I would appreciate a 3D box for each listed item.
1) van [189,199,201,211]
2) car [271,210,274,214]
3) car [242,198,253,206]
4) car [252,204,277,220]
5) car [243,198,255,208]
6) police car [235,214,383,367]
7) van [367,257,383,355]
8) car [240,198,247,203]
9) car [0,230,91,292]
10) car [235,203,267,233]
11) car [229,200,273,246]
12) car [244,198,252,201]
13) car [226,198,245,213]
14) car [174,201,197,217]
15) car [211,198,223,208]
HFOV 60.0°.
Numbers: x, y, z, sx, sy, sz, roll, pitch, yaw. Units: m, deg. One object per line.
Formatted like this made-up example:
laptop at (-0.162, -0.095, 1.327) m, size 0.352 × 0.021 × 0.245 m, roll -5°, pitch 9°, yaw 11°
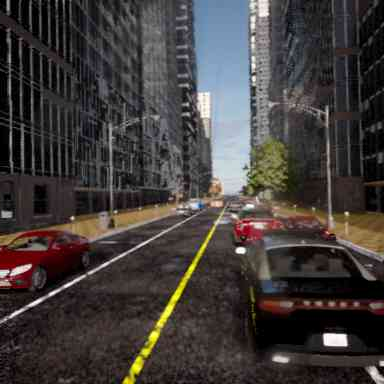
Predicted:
van at (0.441, 1.911, 49.150) m, size 1.690 × 1.788 × 3.998 m, roll -1°, pitch -1°, yaw 7°
car at (4.663, 1.649, 14.233) m, size 1.802 × 1.307 × 4.206 m, roll -1°, pitch -1°, yaw 7°
car at (10.810, 1.941, 65.095) m, size 1.967 × 1.590 × 4.097 m, roll -1°, pitch -1°, yaw 7°
car at (6.713, 1.805, 31.187) m, size 1.802 × 1.307 × 4.206 m, roll -1°, pitch -1°, yaw 7°
car at (10.127, 1.897, 59.444) m, size 1.967 × 1.590 × 4.097 m, roll -1°, pitch -1°, yaw 7°
police car at (1.892, 1.459, 6.254) m, size 1.930 × 1.638 × 5.238 m, roll -1°, pitch -1°, yaw 7°
van at (3.291, 1.303, 2.935) m, size 1.690 × 1.788 × 3.998 m, roll -1°, pitch -1°, yaw 7°
car at (13.545, 2.212, 87.699) m, size 1.887 × 1.381 × 4.507 m, roll -1°, pitch -1°, yaw 7°
car at (-4.338, 1.797, 9.589) m, size 1.802 × 1.307 × 4.206 m, roll -1°, pitch -1°, yaw 7°
car at (3.823, 1.637, 22.217) m, size 1.801 × 1.575 × 5.366 m, roll -1°, pitch -1°, yaw 7°
car at (3.024, 1.477, 16.042) m, size 2.097 × 1.767 × 4.553 m, roll -1°, pitch -1°, yaw 6°
car at (8.080, 1.874, 42.489) m, size 2.008 × 1.369 × 4.403 m, roll -1°, pitch -1°, yaw 7°
car at (5.464, 1.882, 43.176) m, size 2.128 × 1.511 × 4.902 m, roll -1°, pitch -1°, yaw 7°
car at (-0.921, 2.026, 37.846) m, size 2.008 × 1.369 × 4.403 m, roll -1°, pitch -1°, yaw 7°
car at (4.596, 1.953, 61.125) m, size 2.097 × 1.767 × 4.553 m, roll -1°, pitch -1°, yaw 7°
